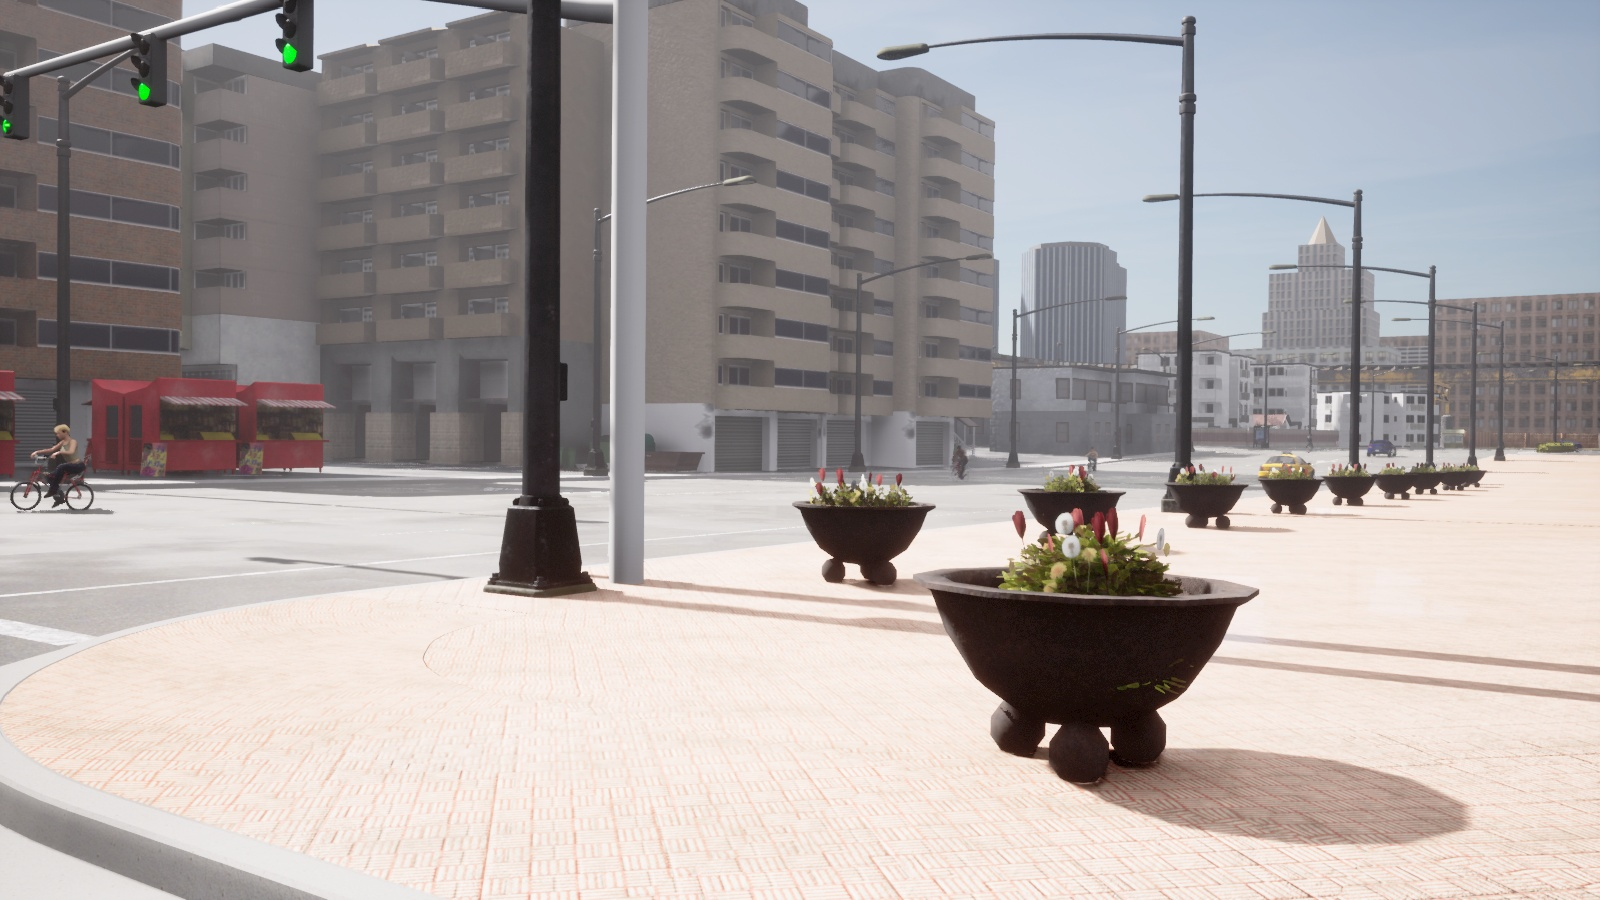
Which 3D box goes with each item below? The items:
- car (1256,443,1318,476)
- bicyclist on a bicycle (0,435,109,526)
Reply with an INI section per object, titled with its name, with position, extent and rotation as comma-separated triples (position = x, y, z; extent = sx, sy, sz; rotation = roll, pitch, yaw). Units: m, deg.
[car]
position = 24.047, 0.438, 61.910
extent = 1.801, 1.575, 5.366
rotation = 0, 0, 33
[bicyclist on a bicycle]
position = -13.794, 0.574, 23.183
extent = 0.866, 1.612, 1.509
rotation = 0, -2, 33
